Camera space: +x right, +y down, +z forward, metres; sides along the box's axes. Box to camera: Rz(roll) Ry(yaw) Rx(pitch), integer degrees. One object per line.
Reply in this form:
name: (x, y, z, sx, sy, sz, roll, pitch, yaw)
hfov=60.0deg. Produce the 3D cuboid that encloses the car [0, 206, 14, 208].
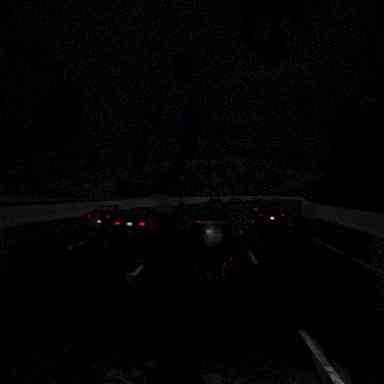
car: (-15.803, 1.357, 25.492, 1.837, 1.490, 4.892, 1, 0, 8)

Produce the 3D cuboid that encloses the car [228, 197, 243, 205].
car: (8.022, 1.650, 61.545, 1.994, 1.385, 4.181, 1, 0, 21)

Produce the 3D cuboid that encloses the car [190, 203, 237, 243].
car: (1.018, 1.502, 16.406, 2.128, 1.511, 4.902, 0, 0, 6)

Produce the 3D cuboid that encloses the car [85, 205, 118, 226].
car: (-5.438, 1.542, 22.788, 1.895, 1.301, 4.718, 1, 0, 8)

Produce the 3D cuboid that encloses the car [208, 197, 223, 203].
car: (4.310, 1.572, 61.706, 1.812, 1.442, 4.674, 0, 0, 21)

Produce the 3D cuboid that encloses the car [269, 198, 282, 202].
car: (15.286, 1.729, 60.581, 1.994, 1.385, 4.181, 1, 0, 22)

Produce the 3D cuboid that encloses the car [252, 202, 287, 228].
car: (5.341, 1.621, 22.926, 1.994, 1.385, 4.181, 1, 0, 8)

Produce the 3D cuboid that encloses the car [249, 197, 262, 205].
car: (11.689, 1.617, 61.116, 2.128, 1.511, 4.902, 1, 0, 21)

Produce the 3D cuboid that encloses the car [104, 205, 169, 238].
car: (-2.559, 1.519, 17.706, 2.033, 1.411, 5.357, 1, 0, 7)
